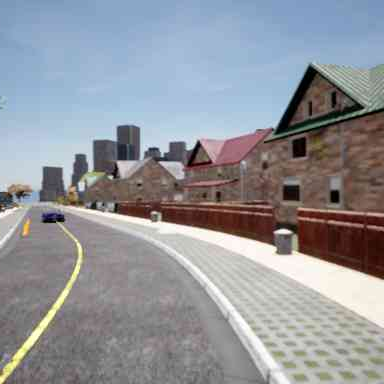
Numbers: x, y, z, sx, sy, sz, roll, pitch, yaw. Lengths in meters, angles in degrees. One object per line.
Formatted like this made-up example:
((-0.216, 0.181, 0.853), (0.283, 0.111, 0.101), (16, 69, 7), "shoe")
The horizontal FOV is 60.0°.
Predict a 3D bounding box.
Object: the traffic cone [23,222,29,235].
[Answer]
((-10.546, 2.385, 21.108), (0.340, 0.580, 0.340), (-1, -1, -25), "traffic cone")

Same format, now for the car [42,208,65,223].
((-13.510, 2.265, 32.438), (1.895, 1.301, 4.718), (-1, -1, -26), "car")
